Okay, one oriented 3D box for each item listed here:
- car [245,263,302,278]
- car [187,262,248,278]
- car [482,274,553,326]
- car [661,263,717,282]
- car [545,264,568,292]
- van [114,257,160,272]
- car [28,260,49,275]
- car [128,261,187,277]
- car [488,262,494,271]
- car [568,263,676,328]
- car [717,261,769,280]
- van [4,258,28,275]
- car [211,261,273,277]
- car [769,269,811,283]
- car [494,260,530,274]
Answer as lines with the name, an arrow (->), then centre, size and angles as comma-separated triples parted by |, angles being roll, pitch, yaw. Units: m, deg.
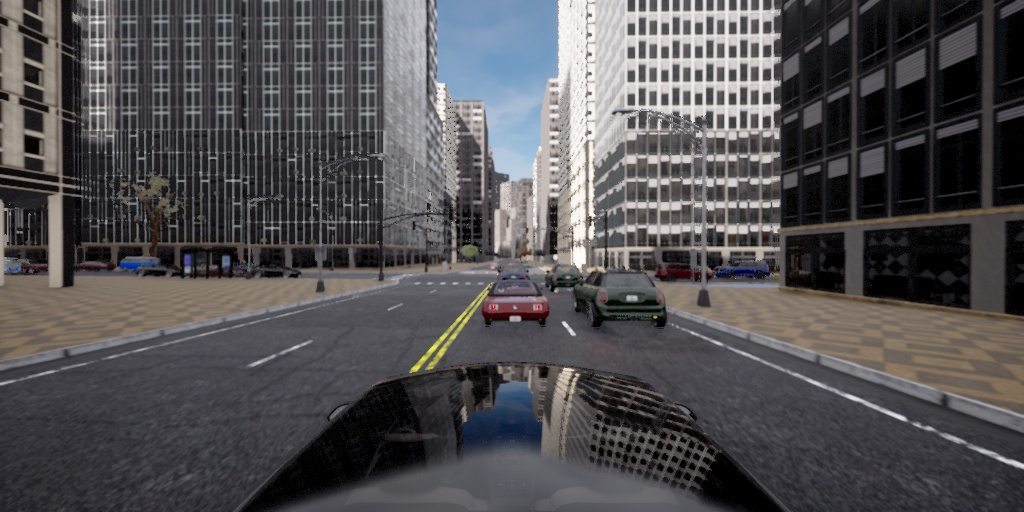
car -> -22.734, 1.510, 34.710 | 4.313, 1.339, 1.948 | 0, 0, 1
car -> -28.418, 1.476, 34.844 | 4.207, 1.307, 1.802 | 0, 0, 1
car -> 0.097, 1.452, 12.044 | 1.895, 1.301, 4.718 | 0, -1, 0
car -> 16.191, 1.598, 34.182 | 5.009, 1.841, 2.192 | 0, 0, 1
car -> 3.348, 1.313, 23.515 | 2.097, 1.767, 4.553 | 0, -1, 0
van -> -45.291, 1.033, 43.678 | 3.998, 1.789, 1.690 | 0, 0, 1
car -> -51.322, 1.150, 38.079 | 5.008, 1.535, 1.882 | 0, 0, 2
car -> -34.099, 1.409, 35.017 | 4.313, 1.339, 1.948 | 0, 0, 1
car -> -3.285, 1.868, 64.456 | 1.812, 1.442, 4.674 | 0, 0, 1
car -> 3.330, 1.202, 11.969 | 2.097, 1.767, 4.553 | 0, -1, 1
car -> 25.412, 1.548, 39.808 | 5.566, 2.045, 2.150 | 0, 0, 1
van -> -51.143, 1.031, 35.416 | 3.998, 1.789, 1.690 | 0, 0, 1
car -> -28.142, 1.371, 37.536 | 4.902, 1.511, 2.128 | 1, 0, 1
car -> 27.639, 1.905, 33.985 | 4.829, 1.417, 1.751 | 0, 0, 1
car -> 0.099, 1.315, 23.661 | 2.097, 1.767, 4.553 | 0, -1, 0
